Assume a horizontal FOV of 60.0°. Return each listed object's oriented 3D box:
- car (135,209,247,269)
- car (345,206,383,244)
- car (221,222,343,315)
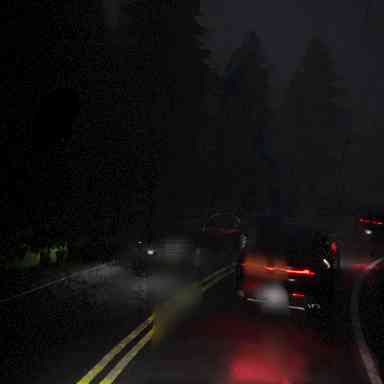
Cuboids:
[{"bbox_3d":[0.248,1.353,10.973,1.837,1.490,4.892,2,2,34],"label":"car"},{"bbox_3d":[9.476,1.408,15.342,4.892,1.490,1.837,-1,5,-33],"label":"car"},{"bbox_3d":[2.426,1.502,7.848,1.837,1.490,4.892,2,1,25],"label":"car"}]
